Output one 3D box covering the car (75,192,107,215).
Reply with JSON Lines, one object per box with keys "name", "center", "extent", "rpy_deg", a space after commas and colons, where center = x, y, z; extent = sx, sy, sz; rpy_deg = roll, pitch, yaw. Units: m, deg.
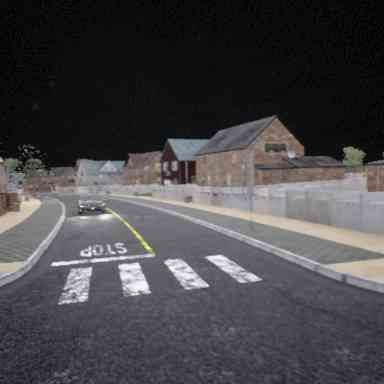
{"name": "car", "center": [-7.531, 0.805, 24.681], "extent": [1.837, 1.490, 4.892], "rpy_deg": [-2, 2, -20]}
